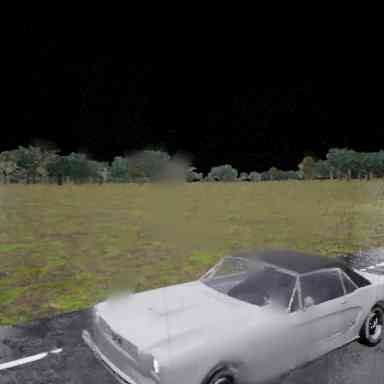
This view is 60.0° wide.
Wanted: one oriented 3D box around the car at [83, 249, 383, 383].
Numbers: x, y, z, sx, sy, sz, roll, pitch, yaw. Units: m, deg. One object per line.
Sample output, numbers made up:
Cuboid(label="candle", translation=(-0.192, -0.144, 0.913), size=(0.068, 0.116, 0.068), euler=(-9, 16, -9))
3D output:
Cuboid(label="car", translation=(1.016, 1.591, 4.715), size=(4.718, 1.301, 1.895), euler=(0, 0, -35))
